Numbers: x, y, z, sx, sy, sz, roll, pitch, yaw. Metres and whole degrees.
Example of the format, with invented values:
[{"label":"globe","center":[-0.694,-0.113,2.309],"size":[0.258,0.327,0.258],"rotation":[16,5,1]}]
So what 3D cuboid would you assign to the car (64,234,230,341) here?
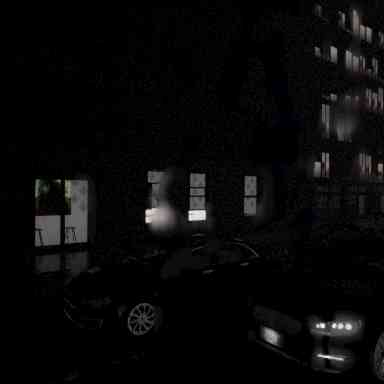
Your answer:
[{"label":"car","center":[-0.140,1.551,6.436],"size":[4.403,1.369,2.008],"rotation":[0,0,-35]}]

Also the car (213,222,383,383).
[{"label":"car","center":[2.965,1.491,5.464],"size":[4.902,1.511,2.128],"rotation":[0,0,-35]}]

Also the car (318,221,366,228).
[{"label":"car","center":[4.495,1.550,9.712],"size":[4.403,1.369,2.008],"rotation":[0,0,-35]}]
